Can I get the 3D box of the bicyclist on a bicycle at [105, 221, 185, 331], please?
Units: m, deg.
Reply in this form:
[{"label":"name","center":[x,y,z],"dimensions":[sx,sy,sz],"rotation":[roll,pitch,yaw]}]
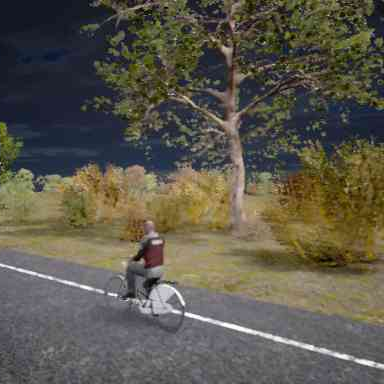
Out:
[{"label":"bicyclist on a bicycle","center":[-0.880,1.365,5.685],"dimensions":[1.843,1.776,0.659],"rotation":[0,0,35]}]
